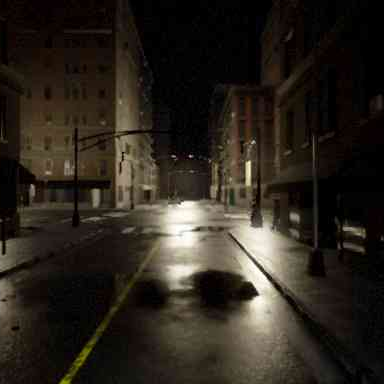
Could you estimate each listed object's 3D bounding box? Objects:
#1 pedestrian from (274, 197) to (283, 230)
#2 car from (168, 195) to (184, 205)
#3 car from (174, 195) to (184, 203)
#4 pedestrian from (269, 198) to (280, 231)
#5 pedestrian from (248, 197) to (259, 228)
[{"bbox_3d":[4.854,1.209,18.707,0.375,1.860,0.375,0,0,0],"label":"pedestrian"},{"bbox_3d":[-3.018,1.444,59.277,2.097,1.767,4.553,0,0,1],"label":"car"},{"bbox_3d":[-2.937,1.465,75.236,2.097,1.767,4.553,0,0,0],"label":"car"},{"bbox_3d":[4.560,1.218,18.066,0.375,1.860,0.375,0,0,0],"label":"pedestrian"},{"bbox_3d":[3.593,1.181,19.308,0.375,1.860,0.375,0,0,0],"label":"pedestrian"}]
